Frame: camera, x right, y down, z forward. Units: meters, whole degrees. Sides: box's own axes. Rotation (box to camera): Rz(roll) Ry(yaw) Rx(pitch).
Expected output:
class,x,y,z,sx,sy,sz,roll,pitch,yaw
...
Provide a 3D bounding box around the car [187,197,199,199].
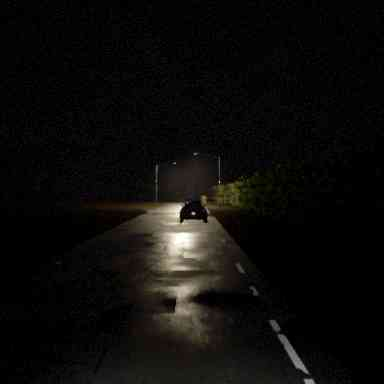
class,x,y,z,sx,sy,sz,roll,pitch,yaw
car,0.100,1.345,41.641,1.882,1.535,5.008,0,0,0

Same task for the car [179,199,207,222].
class,x,y,z,sx,sy,sz,roll,pitch,yaw
car,0.100,1.419,24.519,1.994,1.385,4.181,0,0,0
